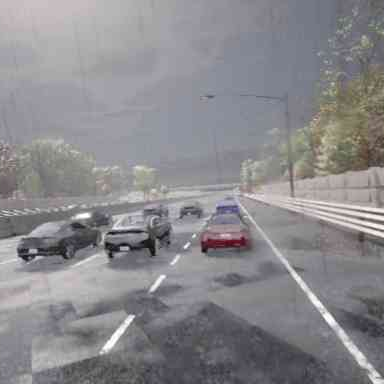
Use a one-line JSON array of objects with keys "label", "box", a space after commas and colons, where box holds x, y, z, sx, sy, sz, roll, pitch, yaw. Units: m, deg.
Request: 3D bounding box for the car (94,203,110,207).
[{"label": "car", "box": [-17.292, 3.014, 66.524, 1.812, 1.442, 4.674, -4, 0, 6]}]

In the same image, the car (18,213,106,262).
[{"label": "car", "box": [-5.482, 1.954, 14.246, 1.812, 1.442, 4.674, -4, 0, 6]}]

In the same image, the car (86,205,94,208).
[{"label": "car", "box": [-20.489, 3.294, 69.323, 1.895, 1.301, 4.718, -4, 0, 6]}]

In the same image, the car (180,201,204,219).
[{"label": "car", "box": [0.003, 1.644, 31.759, 1.837, 1.490, 4.892, -4, 0, 6]}]

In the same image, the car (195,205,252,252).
[{"label": "car", "box": [1.429, 1.527, 13.962, 1.994, 1.385, 4.181, -4, 0, 6]}]

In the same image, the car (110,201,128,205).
[{"label": "car", "box": [-13.866, 2.613, 65.845, 2.097, 1.767, 4.553, -4, -1, 6]}]

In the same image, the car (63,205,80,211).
[{"label": "car", "box": [-24.284, 3.481, 66.843, 2.128, 1.511, 4.902, -4, 0, 6]}]

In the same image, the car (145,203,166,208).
[{"label": "car", "box": [-3.469, 1.878, 32.149, 1.837, 1.490, 4.892, -4, 0, 6]}]

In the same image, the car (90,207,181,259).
[{"label": "car", "box": [-2.023, 1.685, 13.644, 2.128, 1.511, 4.902, -4, 0, 6]}]

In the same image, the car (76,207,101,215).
[{"label": "car", "box": [-7.744, 2.177, 25.325, 2.033, 1.411, 5.357, -4, 0, 6]}]

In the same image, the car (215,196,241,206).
[{"label": "car", "box": [3.014, 1.399, 28.187, 1.882, 1.535, 5.008, -4, 0, 6]}]
